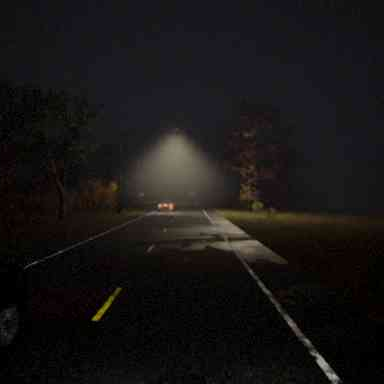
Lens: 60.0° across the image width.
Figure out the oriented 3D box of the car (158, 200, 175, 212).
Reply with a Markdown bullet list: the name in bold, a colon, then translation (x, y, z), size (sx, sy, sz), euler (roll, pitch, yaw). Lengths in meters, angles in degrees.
- **car**: translation (-3.590, 1.876, 46.837), size (2.097, 1.767, 4.553), euler (0, 0, 0)

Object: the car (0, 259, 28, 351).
- **car**: translation (-3.599, 1.531, 3.495), size (2.128, 1.511, 4.902), euler (0, -1, 0)

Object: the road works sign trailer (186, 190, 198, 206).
- **road works sign trailer**: translation (-0.016, 1.310, 74.817), size (2.380, 3.560, 2.880), euler (0, -1, 0)
